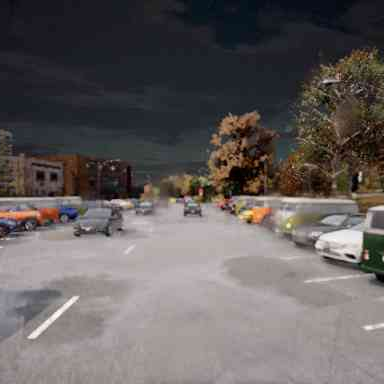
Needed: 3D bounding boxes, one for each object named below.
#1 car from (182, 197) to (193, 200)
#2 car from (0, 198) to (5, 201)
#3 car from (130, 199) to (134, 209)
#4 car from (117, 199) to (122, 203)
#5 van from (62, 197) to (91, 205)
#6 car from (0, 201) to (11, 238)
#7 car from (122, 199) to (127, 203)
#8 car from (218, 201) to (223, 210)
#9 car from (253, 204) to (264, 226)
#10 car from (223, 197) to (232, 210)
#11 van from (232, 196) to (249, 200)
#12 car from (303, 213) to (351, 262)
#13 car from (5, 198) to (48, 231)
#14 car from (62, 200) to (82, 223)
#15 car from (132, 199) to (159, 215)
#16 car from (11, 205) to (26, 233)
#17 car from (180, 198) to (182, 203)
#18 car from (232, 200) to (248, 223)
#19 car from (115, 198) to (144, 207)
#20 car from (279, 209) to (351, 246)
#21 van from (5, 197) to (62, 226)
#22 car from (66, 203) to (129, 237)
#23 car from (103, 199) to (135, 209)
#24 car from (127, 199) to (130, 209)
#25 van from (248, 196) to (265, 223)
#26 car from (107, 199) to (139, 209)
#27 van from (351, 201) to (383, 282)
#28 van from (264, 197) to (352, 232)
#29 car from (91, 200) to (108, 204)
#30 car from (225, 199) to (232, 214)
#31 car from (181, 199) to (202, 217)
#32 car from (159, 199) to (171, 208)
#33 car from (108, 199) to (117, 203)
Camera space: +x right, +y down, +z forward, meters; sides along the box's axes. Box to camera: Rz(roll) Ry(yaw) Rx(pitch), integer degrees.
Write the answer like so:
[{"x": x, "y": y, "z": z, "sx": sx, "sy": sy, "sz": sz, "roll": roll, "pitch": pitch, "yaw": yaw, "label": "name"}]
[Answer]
[{"x": -0.016, "y": 1.848, "z": 47.398, "sx": 2.128, "sy": 1.511, "sz": 4.902, "roll": 0, "pitch": -1, "yaw": 1, "label": "car"}, {"x": -11.461, "y": 1.310, "z": 14.169, "sx": 5.566, "sy": 2.045, "sz": 2.435, "roll": -1, "pitch": 0, "yaw": -20, "label": "car"}, {"x": -11.645, "y": 1.861, "z": 49.314, "sx": 5.366, "sy": 1.575, "sz": 1.946, "roll": -1, "pitch": 0, "yaw": -20, "label": "car"}, {"x": -11.435, "y": 1.806, "z": 40.594, "sx": 4.792, "sy": 1.488, "sz": 2.163, "roll": -1, "pitch": -1, "yaw": -20, "label": "car"}, {"x": -11.345, "y": 1.442, "z": 28.893, "sx": 4.442, "sy": 1.987, "sz": 1.878, "roll": -1, "pitch": -1, "yaw": -20, "label": "van"}, {"x": -5.101, "y": 1.247, "z": 4.511, "sx": 2.150, "sy": 2.045, "sz": 5.566, "roll": 0, "pitch": -1, "yaw": 0, "label": "car"}, {"x": -11.477, "y": 1.807, "z": 43.519, "sx": 4.892, "sy": 1.521, "sz": 2.231, "roll": -1, "pitch": -1, "yaw": -20, "label": "car"}, {"x": 6.374, "y": 1.835, "z": 43.568, "sx": 4.792, "sy": 1.488, "sz": 2.163, "roll": 1, "pitch": -1, "yaw": -20, "label": "car"}, {"x": 6.371, "y": 1.639, "z": 20.004, "sx": 4.674, "sy": 1.452, "sz": 2.002, "roll": 1, "pitch": -1, "yaw": -20, "label": "car"}, {"x": 6.329, "y": 1.622, "z": 37.657, "sx": 4.553, "sy": 1.767, "sz": 2.185, "roll": 1, "pitch": -1, "yaw": -20, "label": "car"}, {"x": 6.470, "y": 1.470, "z": 31.826, "sx": 4.442, "sy": 1.987, "sz": 1.878, "roll": 1, "pitch": -1, "yaw": -20, "label": "van"}, {"x": 6.390, "y": 1.583, "z": 11.165, "sx": 4.674, "sy": 1.452, "sz": 2.002, "roll": 1, "pitch": 0, "yaw": -20, "label": "car"}, {"x": -11.411, "y": 1.473, "z": 20.055, "sx": 4.553, "sy": 1.767, "sz": 2.185, "roll": -1, "pitch": 0, "yaw": -20, "label": "car"}, {"x": -11.439, "y": 1.644, "z": 25.913, "sx": 5.008, "sy": 1.535, "sz": 2.097, "roll": -1, "pitch": 0, "yaw": -20, "label": "car"}, {"x": -5.049, "y": 1.780, "z": 36.766, "sx": 1.812, "sy": 1.442, "sz": 4.674, "roll": 0, "pitch": -1, "yaw": 0, "label": "car"}, {"x": -11.437, "y": 1.620, "z": 17.116, "sx": 4.674, "sy": 1.452, "sz": 2.002, "roll": -1, "pitch": -1, "yaw": -20, "label": "car"}, {"x": -1.120, "y": 2.177, "z": 90.851, "sx": 2.435, "sy": 2.045, "sz": 5.566, "roll": 0, "pitch": -1, "yaw": -7, "label": "car"}, {"x": 6.195, "y": 1.638, "z": 25.824, "sx": 5.366, "sy": 1.575, "sz": 1.946, "roll": 1, "pitch": 0, "yaw": -20, "label": "car"}, {"x": -11.484, "y": 1.977, "z": 61.114, "sx": 4.892, "sy": 1.521, "sz": 2.231, "roll": -1, "pitch": 0, "yaw": -20, "label": "car"}, {"x": 6.384, "y": 1.601, "z": 14.110, "sx": 4.674, "sy": 1.452, "sz": 2.002, "roll": 1, "pitch": 0, "yaw": -20, "label": "car"}, {"x": -11.553, "y": 1.397, "z": 22.938, "sx": 4.442, "sy": 1.987, "sz": 1.878, "roll": -1, "pitch": 0, "yaw": -20, "label": "van"}, {"x": -5.114, "y": 1.610, "z": 18.760, "sx": 1.837, "sy": 1.490, "sz": 4.892, "roll": 0, "pitch": 0, "yaw": 0, "label": "car"}, {"x": -11.479, "y": 1.931, "z": 52.317, "sx": 4.674, "sy": 1.452, "sz": 2.002, "roll": -1, "pitch": -1, "yaw": -20, "label": "car"}, {"x": -11.472, "y": 1.874, "z": 46.449, "sx": 4.674, "sy": 1.452, "sz": 2.002, "roll": -1, "pitch": -1, "yaw": -20, "label": "car"}, {"x": 6.483, "y": 1.397, "z": 22.990, "sx": 4.442, "sy": 1.987, "sz": 1.878, "roll": 1, "pitch": -1, "yaw": -20, "label": "van"}, {"x": -11.487, "y": 1.920, "z": 55.251, "sx": 4.892, "sy": 1.521, "sz": 2.231, "roll": -1, "pitch": -1, "yaw": -20, "label": "car"}, {"x": 6.499, "y": 1.303, "z": 8.270, "sx": 4.442, "sy": 1.987, "sz": 1.878, "roll": 1, "pitch": -1, "yaw": -20, "label": "van"}, {"x": 6.274, "y": 1.352, "z": 17.013, "sx": 4.442, "sy": 1.987, "sz": 1.878, "roll": 1, "pitch": 0, "yaw": -20, "label": "van"}, {"x": -11.488, "y": 1.596, "z": 34.708, "sx": 4.553, "sy": 1.767, "sz": 2.185, "roll": -1, "pitch": -1, "yaw": -20, "label": "car"}, {"x": 6.385, "y": 1.751, "z": 34.733, "sx": 4.792, "sy": 1.488, "sz": 2.163, "roll": 1, "pitch": -1, "yaw": -20, "label": "car"}, {"x": 0.059, "y": 1.761, "z": 34.692, "sx": 1.812, "sy": 1.442, "sz": 4.674, "roll": 0, "pitch": -1, "yaw": 0, "label": "car"}, {"x": -5.065, "y": 1.988, "z": 57.002, "sx": 1.837, "sy": 1.490, "sz": 4.892, "roll": 0, "pitch": 0, "yaw": 0, "label": "car"}, {"x": -11.466, "y": 1.750, "z": 37.647, "sx": 4.892, "sy": 1.521, "sz": 2.231, "roll": -1, "pitch": -1, "yaw": -20, "label": "car"}]
